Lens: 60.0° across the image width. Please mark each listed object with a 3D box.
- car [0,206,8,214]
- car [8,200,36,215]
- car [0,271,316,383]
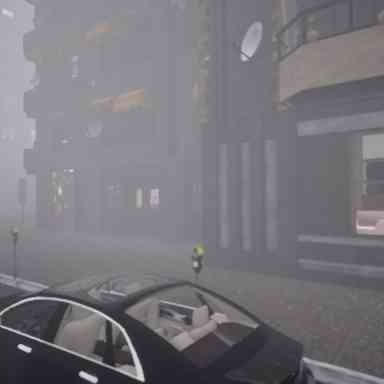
[{"bbox_3d":[-19.580,1.671,30.029,2.008,1.369,4.403,0,1,35],"label":"car"},{"bbox_3d":[-16.491,1.571,34.455,1.752,1.417,4.829,0,1,35],"label":"car"},{"bbox_3d":[-1.008,1.577,3.592,4.403,1.369,2.008,-1,0,36],"label":"car"}]
